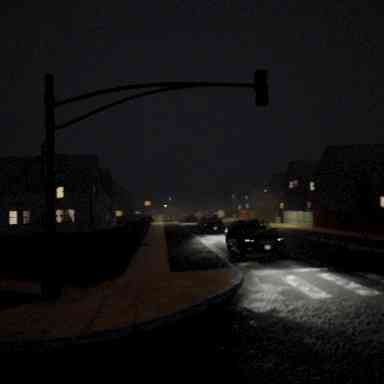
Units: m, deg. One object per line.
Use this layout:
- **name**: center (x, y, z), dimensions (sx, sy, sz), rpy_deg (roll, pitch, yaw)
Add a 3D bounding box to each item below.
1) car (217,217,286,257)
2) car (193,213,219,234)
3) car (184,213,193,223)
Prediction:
- **car**: center (2.776, 2.022, 15.459), dimensions (2.128, 1.511, 4.902), rpy_deg (-2, -3, -5)
- **car**: center (1.615, 2.705, 28.645), dimensions (2.128, 1.511, 4.902), rpy_deg (-2, -3, -5)
- **car**: center (-0.248, 3.940, 50.614), dimensions (2.033, 1.411, 5.357), rpy_deg (-2, -3, -5)
